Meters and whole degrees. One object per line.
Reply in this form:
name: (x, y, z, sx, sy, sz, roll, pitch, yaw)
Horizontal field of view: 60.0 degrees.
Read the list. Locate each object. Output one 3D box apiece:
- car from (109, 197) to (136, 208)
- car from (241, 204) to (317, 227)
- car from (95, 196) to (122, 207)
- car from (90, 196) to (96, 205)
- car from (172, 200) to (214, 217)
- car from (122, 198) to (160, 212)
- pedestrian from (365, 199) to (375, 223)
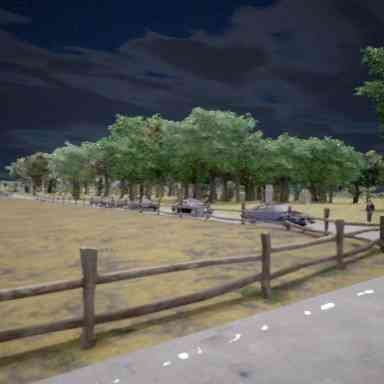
car: (-10.653, 1.577, 50.508, 2.033, 1.411, 5.357, 2, -1, -35)
car: (5.669, 1.522, 22.606, 2.033, 1.411, 5.357, 2, -1, -34)
car: (-11.594, 1.468, 46.909, 1.837, 1.490, 4.892, 2, -1, -35)
car: (-16.507, 1.503, 58.623, 2.128, 1.511, 4.902, 2, -1, -36)
car: (0.010, 1.463, 30.588, 2.128, 1.511, 4.902, 2, -1, -36)
car: (-5.778, 1.515, 38.698, 2.033, 1.411, 5.357, 2, -1, -35)
pedestrian: (12.496, 1.378, 23.386, 0.375, 1.860, 0.375, 2, -1, -36)
